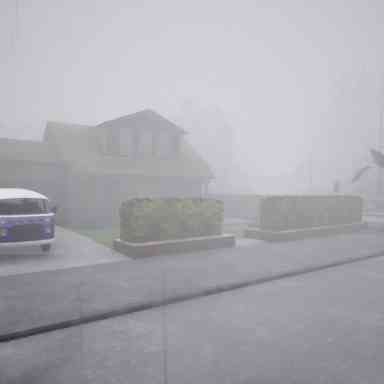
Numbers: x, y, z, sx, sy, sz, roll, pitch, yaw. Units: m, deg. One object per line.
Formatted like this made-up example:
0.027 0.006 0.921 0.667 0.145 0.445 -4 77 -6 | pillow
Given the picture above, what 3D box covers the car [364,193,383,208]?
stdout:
23.118 0.977 40.284 3.866 1.878 1.905 0 0 0 | car
